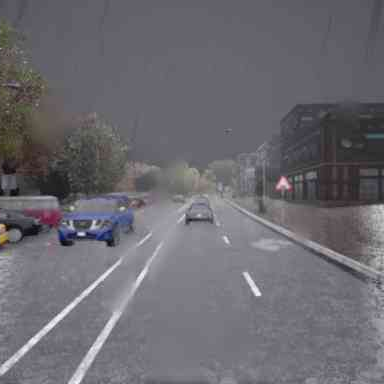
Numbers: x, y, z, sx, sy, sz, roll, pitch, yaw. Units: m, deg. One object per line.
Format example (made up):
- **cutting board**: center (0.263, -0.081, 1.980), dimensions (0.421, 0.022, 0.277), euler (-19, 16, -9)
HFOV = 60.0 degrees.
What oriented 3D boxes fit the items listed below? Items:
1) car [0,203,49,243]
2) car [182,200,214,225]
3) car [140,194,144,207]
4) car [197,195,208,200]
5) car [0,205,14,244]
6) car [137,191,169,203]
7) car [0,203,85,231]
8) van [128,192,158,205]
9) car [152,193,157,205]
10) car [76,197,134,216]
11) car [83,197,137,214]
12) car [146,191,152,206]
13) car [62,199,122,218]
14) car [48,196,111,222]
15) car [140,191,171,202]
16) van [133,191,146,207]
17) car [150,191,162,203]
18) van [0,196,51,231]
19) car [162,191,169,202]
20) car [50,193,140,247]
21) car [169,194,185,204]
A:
- **car**: center (-9.287, 1.461, 14.707), dimensions (5.008, 1.535, 2.097), euler (-1, 0, -19)
- **car**: center (0.549, 1.505, 23.911), dimensions (1.994, 1.385, 4.181), euler (0, 0, 2)
- **car**: center (-8.441, 1.377, 38.445), dimensions (4.792, 1.488, 2.163), euler (-1, 1, -17)
- **car**: center (1.274, 1.382, 41.125), dimensions (2.033, 1.411, 5.357), euler (0, 0, 3)
- **car**: center (-9.529, 1.468, 11.678), dimensions (5.366, 1.575, 1.946), euler (-1, 0, -19)
- **car**: center (-7.271, 0.877, 62.126), dimensions (5.566, 2.045, 2.435), euler (-1, 0, -17)
- **car**: center (-9.141, 1.483, 20.651), dimensions (4.674, 1.452, 2.002), euler (-1, 0, -18)
- **van**: center (-7.825, 0.997, 53.202), dimensions (4.442, 1.987, 1.878), euler (-1, 1, -17)
- **car**: center (-8.002, 1.276, 47.336), dimensions (5.008, 1.535, 2.097), euler (-1, 0, -17)
- **car**: center (-8.517, 1.381, 32.585), dimensions (5.366, 1.575, 1.946), euler (-1, 0, -18)
- **car**: center (-8.733, 1.367, 35.440), dimensions (5.366, 1.575, 1.946), euler (-1, 1, -17)
- **car**: center (-8.164, 1.176, 44.365), dimensions (4.553, 1.767, 2.185), euler (-1, 0, -17)
- **car**: center (-8.828, 1.404, 29.559), dimensions (4.892, 1.521, 2.231), euler (-1, 0, -18)
- **car**: center (-8.911, 1.292, 26.596), dimensions (4.553, 1.767, 2.185), euler (-1, 1, -18)
- **car**: center (-7.180, 0.846, 65.053), dimensions (5.566, 2.045, 2.435), euler (-1, 1, -17)
- **van**: center (-8.384, 1.101, 41.372), dimensions (4.442, 1.987, 1.878), euler (-1, 1, -17)
- **car**: center (-7.886, 0.999, 50.276), dimensions (5.566, 2.045, 2.435), euler (-1, 1, -17)
- **van**: center (-9.335, 1.229, 17.636), dimensions (4.442, 1.987, 1.878), euler (-1, 0, -19)
- **car**: center (-7.266, 1.154, 59.228), dimensions (5.366, 1.575, 1.946), euler (-1, 0, -17)
- **car**: center (-4.058, 1.194, 15.144), dimensions (2.150, 2.045, 5.566), euler (0, 0, 1)
- **car**: center (-2.257, 1.191, 57.522), dimensions (1.837, 1.490, 4.892), euler (0, 1, 3)
